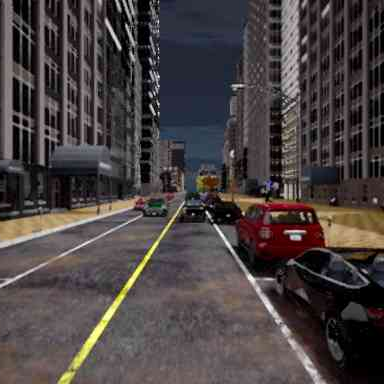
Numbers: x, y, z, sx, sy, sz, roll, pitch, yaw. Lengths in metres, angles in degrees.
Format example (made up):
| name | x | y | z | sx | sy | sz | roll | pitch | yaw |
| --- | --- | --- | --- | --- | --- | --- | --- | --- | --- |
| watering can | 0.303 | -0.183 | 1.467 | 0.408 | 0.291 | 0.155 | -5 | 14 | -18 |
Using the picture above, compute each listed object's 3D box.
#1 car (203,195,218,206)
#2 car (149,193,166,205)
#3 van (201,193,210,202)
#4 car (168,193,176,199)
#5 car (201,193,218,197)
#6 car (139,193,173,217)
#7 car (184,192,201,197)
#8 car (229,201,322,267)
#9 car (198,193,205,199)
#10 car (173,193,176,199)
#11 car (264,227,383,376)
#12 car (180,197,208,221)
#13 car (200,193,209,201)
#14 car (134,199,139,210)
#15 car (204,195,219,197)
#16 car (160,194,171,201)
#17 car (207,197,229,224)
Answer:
| name | x | y | z | sx | sy | sz | roll | pitch | yaw |
| --- | --- | --- | --- | --- | --- | --- | --- | --- | --- |
| car | 2.690 | 1.212 | 49.835 | 1.967 | 1.590 | 4.097 | 0 | 0 | 0 |
| car | -5.691 | 1.062 | 55.372 | 2.192 | 1.841 | 5.009 | 0 | 0 | 0 |
| van | 2.688 | 1.036 | 66.452 | 1.690 | 1.788 | 3.998 | 0 | 0 | 0 |
| car | -5.695 | 1.006 | 94.147 | 1.967 | 1.590 | 4.097 | 0 | 0 | 0 |
| car | 2.691 | 1.113 | 44.295 | 2.192 | 1.841 | 5.009 | 0 | 0 | 0 |
| car | -3.096 | 1.217 | 29.535 | 2.097 | 1.767 | 4.553 | 0 | 0 | 0 |
| car | 0.095 | 1.004 | 47.113 | 2.150 | 2.045 | 5.566 | 0 | 0 | 0 |
| car | 2.694 | 1.264 | 11.060 | 2.192 | 1.841 | 5.009 | 0 | 0 | 0 |
| car | 2.685 | 1.006 | 94.149 | 1.967 | 1.590 | 4.097 | 0 | 0 | 0 |
| car | -5.695 | 1.137 | 88.609 | 1.887 | 1.381 | 4.507 | 0 | 0 | 0 |
| car | 2.694 | 1.540 | 5.522 | 1.947 | 1.339 | 4.313 | 0 | 0 | 0 |
| car | 0.097 | 1.372 | 26.212 | 2.128 | 1.511 | 4.902 | 0 | 0 | 0 |
| car | 2.687 | 1.109 | 71.992 | 1.967 | 1.590 | 4.097 | 0 | 0 | 0 |
| car | -5.690 | 1.405 | 38.756 | 1.802 | 1.307 | 4.206 | 0 | 0 | 0 |
| car | 2.690 | 1.389 | 38.757 | 1.947 | 1.339 | 4.313 | 0 | 0 | 0 |
| car | -5.693 | 1.214 | 71.991 | 1.887 | 1.381 | 4.507 | 0 | 0 | 0 |
| car | 2.359 | 1.368 | 24.081 | 1.882 | 1.535 | 5.008 | 0 | 0 | 0 |
